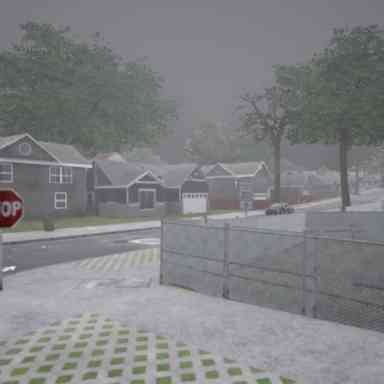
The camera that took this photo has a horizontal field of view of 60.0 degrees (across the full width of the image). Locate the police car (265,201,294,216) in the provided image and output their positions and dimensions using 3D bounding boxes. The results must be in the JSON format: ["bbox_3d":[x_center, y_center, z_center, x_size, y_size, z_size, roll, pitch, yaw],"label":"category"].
[{"bbox_3d":[9.857,1.863,37.440,1.930,1.638,5.238,-1,0,36],"label":"police car"}]
